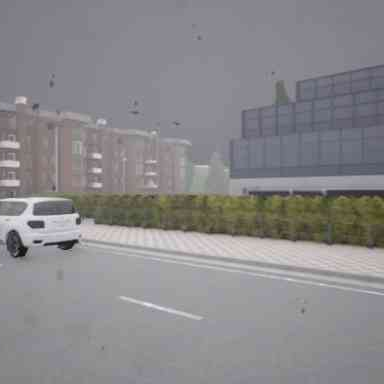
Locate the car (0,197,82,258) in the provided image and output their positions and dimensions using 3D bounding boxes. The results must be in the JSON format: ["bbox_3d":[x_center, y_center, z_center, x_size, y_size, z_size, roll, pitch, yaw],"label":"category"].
[{"bbox_3d":[-6.647,1.228,12.991,5.566,2.045,2.150,0,0,36],"label":"car"}]
